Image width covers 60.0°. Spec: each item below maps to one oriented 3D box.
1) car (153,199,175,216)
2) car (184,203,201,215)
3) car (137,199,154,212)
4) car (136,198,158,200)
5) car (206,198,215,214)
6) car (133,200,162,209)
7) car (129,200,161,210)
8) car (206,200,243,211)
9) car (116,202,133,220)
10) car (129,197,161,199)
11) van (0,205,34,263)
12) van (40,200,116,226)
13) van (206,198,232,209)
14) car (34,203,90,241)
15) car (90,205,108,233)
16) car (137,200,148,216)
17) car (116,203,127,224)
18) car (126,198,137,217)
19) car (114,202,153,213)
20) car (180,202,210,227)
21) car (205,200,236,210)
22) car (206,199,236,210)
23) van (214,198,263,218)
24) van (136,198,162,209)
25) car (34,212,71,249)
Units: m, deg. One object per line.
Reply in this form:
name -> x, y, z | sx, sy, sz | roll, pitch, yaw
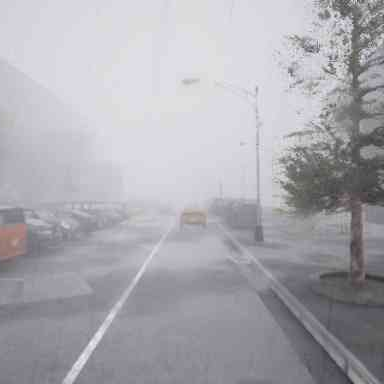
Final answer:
car -> -3.124, 1.953, 39.772 | 1.882, 1.535, 5.008 | 0, -1, 0
car -> 0.065, 2.062, 41.743 | 1.994, 1.385, 4.181 | 0, -1, 0
car -> -7.870, 1.971, 41.282 | 5.366, 1.575, 1.946 | 0, -1, 0
car -> -7.663, 2.103, 49.662 | 4.792, 1.488, 2.163 | 0, -1, 0
car -> 4.678, 1.658, 35.985 | 5.566, 2.045, 2.435 | 0, -1, 0
car -> -7.728, 2.227, 58.021 | 4.792, 1.488, 2.163 | 0, -1, 0
car -> -7.696, 2.143, 55.190 | 5.008, 1.535, 2.097 | 0, -1, 0
car -> 4.824, 2.071, 49.811 | 5.366, 1.575, 1.946 | 0, -1, 0
car -> -7.667, 1.809, 27.315 | 4.892, 1.521, 2.231 | 0, -1, 0
car -> -7.666, 1.855, 52.459 | 5.566, 2.045, 2.435 | 0, -1, 0
van -> -7.776, 1.382, 10.557 | 4.442, 1.987, 1.878 | 0, -1, 0
van -> -7.552, 1.515, 21.730 | 4.442, 1.987, 1.878 | 0, -1, 0
van -> 4.748, 1.977, 58.298 | 4.442, 1.987, 1.878 | 0, -1, 0
car -> -7.694, 1.549, 16.141 | 4.553, 1.767, 2.185 | 0, -1, 0
car -> -7.661, 1.706, 18.809 | 5.008, 1.535, 2.097 | 0, -1, 0
car -> -7.865, 1.904, 35.695 | 5.366, 1.575, 1.946 | 0, -1, 0
car -> -7.677, 1.775, 24.521 | 4.892, 1.521, 2.231 | 0, -1, 0
car -> -7.643, 1.715, 30.108 | 4.553, 1.767, 2.185 | 0, -1, 0
car -> -7.716, 2.036, 44.075 | 4.792, 1.488, 2.163 | 0, -1, 0
car -> 0.079, 1.779, 25.171 | 1.882, 1.535, 5.008 | 0, -1, 0
car -> 4.639, 2.146, 55.519 | 5.008, 1.535, 2.097 | 0, -1, 0
car -> 4.604, 1.983, 52.731 | 4.553, 1.767, 2.185 | 0, -1, 0
van -> 4.769, 1.650, 33.194 | 4.442, 1.987, 1.878 | 0, -1, 0
van -> -7.818, 2.047, 60.812 | 4.442, 1.987, 1.878 | 0, -1, 0
car -> -7.659, 1.681, 13.347 | 4.674, 1.452, 2.002 | 0, -1, 0
